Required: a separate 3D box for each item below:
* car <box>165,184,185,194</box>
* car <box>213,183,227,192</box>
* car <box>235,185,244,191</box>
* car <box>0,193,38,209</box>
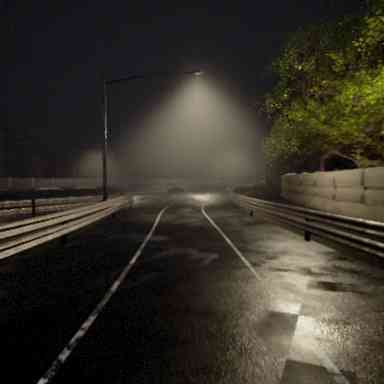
[{"bbox_3d":[-3.112,-0.360,67.472,1.994,1.385,4.181,0,2,24],"label":"car"},{"bbox_3d":[6.784,-1.185,81.039,2.150,2.045,5.566,0,2,24],"label":"car"},{"bbox_3d":[12.435,-1.072,85.113,1.837,1.490,4.892,0,2,24],"label":"car"},{"bbox_3d":[-14.065,0.842,25.270,2.097,1.767,4.553,0,2,24],"label":"car"}]
